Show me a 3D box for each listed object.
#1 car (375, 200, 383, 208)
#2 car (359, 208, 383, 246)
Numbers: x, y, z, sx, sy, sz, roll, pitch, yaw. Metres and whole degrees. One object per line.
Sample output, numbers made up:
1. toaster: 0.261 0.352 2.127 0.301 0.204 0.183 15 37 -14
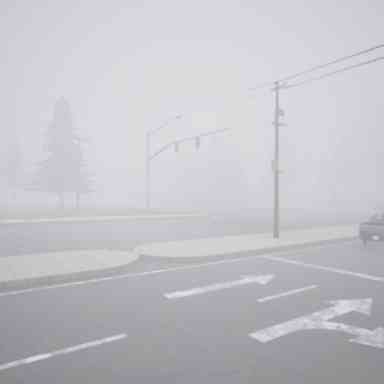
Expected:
1. car: 28.739 1.880 48.732 4.553 1.767 2.097 1 0 -36
2. car: 9.382 1.657 14.929 4.902 1.511 2.128 1 0 -37
